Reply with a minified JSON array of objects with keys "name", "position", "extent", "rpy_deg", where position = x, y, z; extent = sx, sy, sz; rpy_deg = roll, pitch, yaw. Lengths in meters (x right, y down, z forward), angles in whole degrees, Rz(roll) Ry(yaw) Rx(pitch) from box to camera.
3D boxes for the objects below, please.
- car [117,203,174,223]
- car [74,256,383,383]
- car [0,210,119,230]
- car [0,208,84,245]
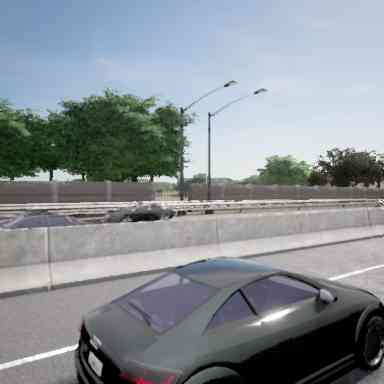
[{"name":"car","position":[-3.539,1.497,22.965],"extent":[4.902,1.511,2.128],"rpy_deg":[0,0,-35]},{"name":"car","position":[0.728,1.564,4.267],"extent":[4.181,1.385,1.994],"rpy_deg":[0,0,-35]},{"name":"car","position":[-5.836,1.548,12.728],"extent":[5.357,1.411,2.033],"rpy_deg":[0,0,-36]},{"name":"car","position":[-7.549,1.565,15.804],"extent":[4.181,1.385,1.994],"rpy_deg":[0,0,-36]}]
